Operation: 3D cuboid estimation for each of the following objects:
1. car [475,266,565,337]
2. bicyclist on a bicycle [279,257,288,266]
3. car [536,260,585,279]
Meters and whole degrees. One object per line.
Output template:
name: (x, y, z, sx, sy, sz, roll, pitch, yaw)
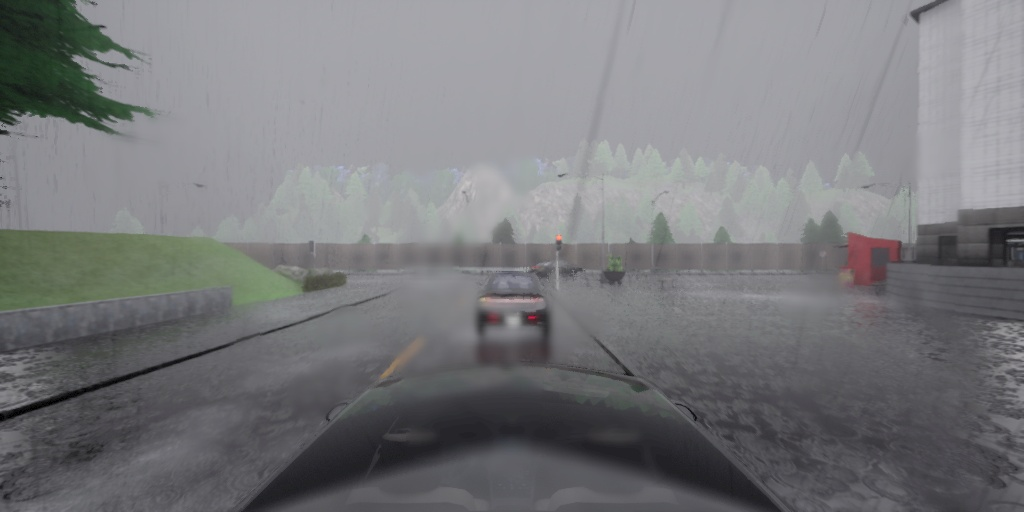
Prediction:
car: (0.052, 1.204, 10.225, 2.128, 1.511, 4.902, 0, 0, 0)
bicyclist on a bicycle: (-24.035, 0.943, 37.694, 0.582, 1.620, 1.656, 0, 1, 0)
car: (3.667, 1.113, 28.491, 5.008, 1.535, 1.882, 0, -2, -38)
